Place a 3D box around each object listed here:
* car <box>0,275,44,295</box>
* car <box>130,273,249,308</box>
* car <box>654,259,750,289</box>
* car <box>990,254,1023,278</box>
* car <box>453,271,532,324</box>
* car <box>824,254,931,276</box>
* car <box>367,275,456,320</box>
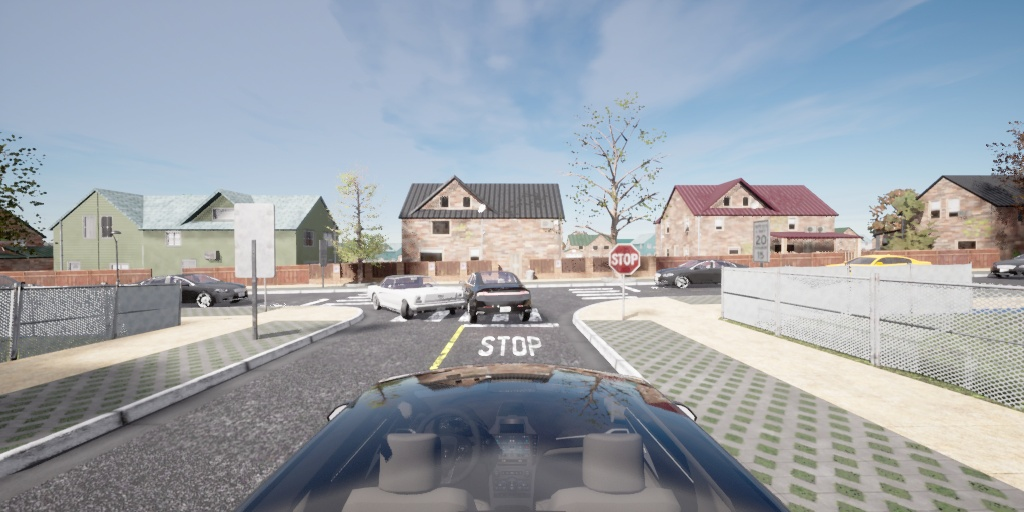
[{"bbox_3d":[-24.239,1.647,16.450,4.553,1.767,2.097,-1,1,0],"label":"car"},{"bbox_3d":[-14.902,1.566,16.491,4.902,1.511,2.128,-1,1,0],"label":"car"},{"bbox_3d":[10.330,0.925,19.545,4.902,1.511,2.128,-1,1,0],"label":"car"},{"bbox_3d":[29.385,0.478,19.619,4.902,1.511,2.128,-1,1,0],"label":"car"},{"bbox_3d":[-0.685,1.242,12.137,2.128,1.511,4.902,0,0,-12],"label":"car"},{"bbox_3d":[19.761,0.690,19.582,5.008,1.535,1.882,-1,1,-1],"label":"car"},{"bbox_3d":[-3.602,1.367,12.996,1.895,1.301,4.718,0,0,-38],"label":"car"}]
